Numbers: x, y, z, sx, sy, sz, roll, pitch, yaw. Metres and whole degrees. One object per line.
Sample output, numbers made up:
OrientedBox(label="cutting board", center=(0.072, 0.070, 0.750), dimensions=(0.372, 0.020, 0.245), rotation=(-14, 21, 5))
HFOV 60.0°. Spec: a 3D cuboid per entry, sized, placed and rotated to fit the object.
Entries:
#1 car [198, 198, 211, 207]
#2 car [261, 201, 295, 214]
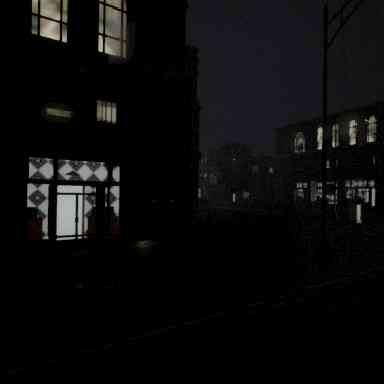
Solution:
OrientedBox(label="car", center=(1.328, 1.618, 52.106), dimensions=(1.887, 1.381, 4.507), rotation=(1, -1, -27))
OrientedBox(label="car", center=(9.405, 1.622, 36.629), dimensions=(2.008, 1.369, 4.403), rotation=(1, -1, -27))
